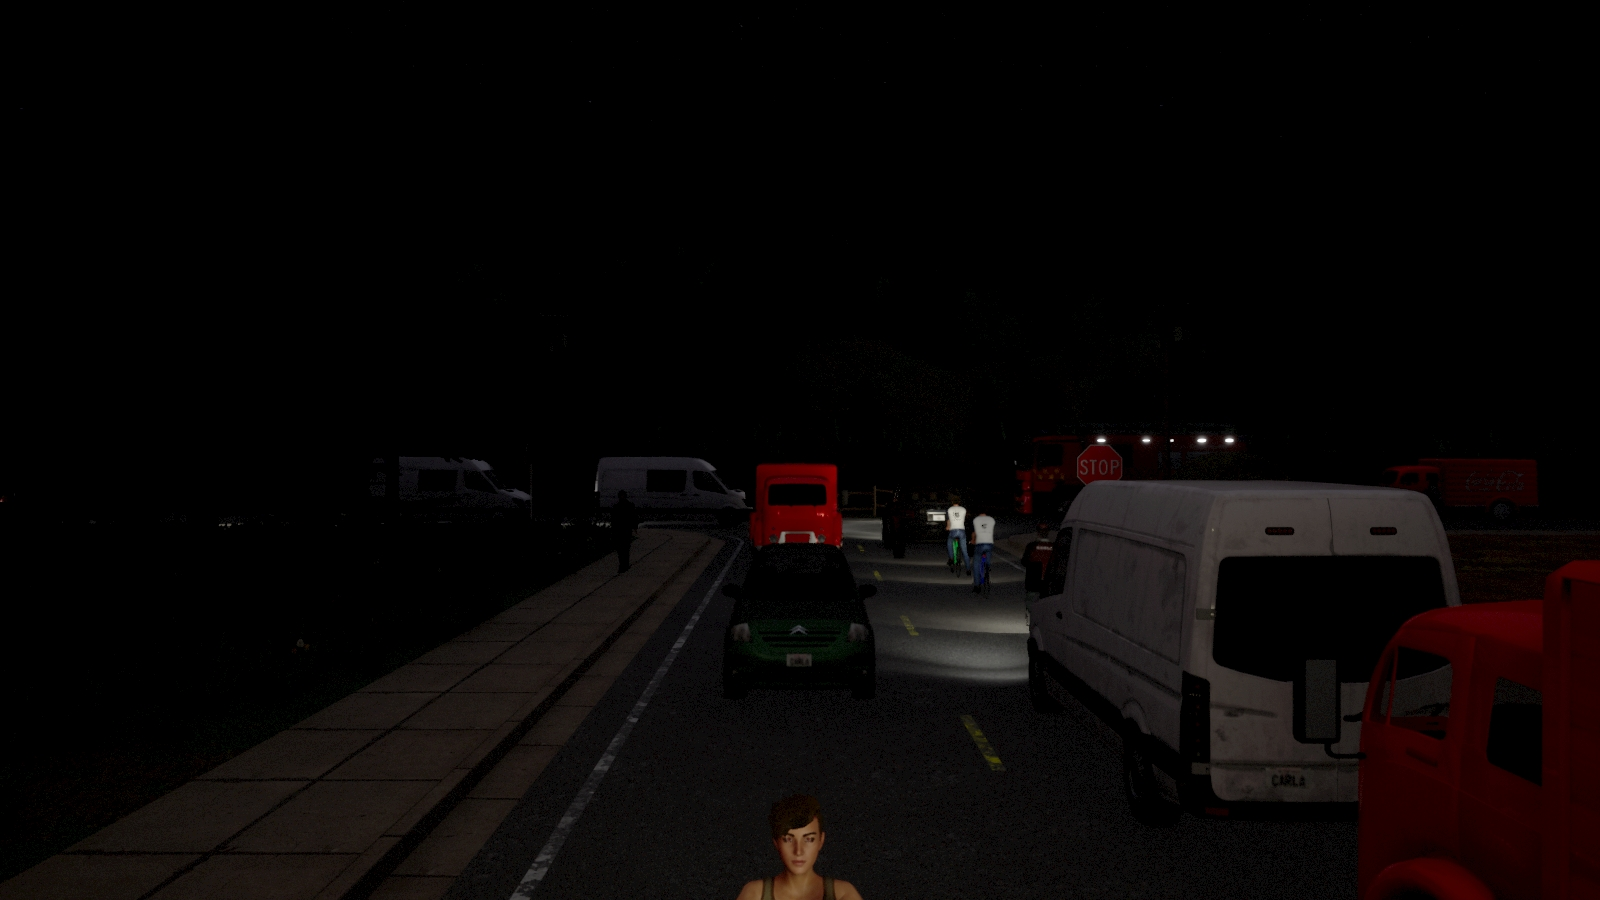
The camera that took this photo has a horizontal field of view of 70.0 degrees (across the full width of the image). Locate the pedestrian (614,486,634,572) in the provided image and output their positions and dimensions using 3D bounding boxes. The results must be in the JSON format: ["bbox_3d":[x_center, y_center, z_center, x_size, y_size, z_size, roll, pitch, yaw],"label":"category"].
[{"bbox_3d":[-3.819,1.709,24.829,0.375,1.860,0.375,0,0,0],"label":"pedestrian"}]

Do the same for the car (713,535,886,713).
[{"bbox_3d":[-0.003,2.009,14.233,1.851,1.617,3.988,0,0,0],"label":"car"}]

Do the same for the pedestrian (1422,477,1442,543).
[{"bbox_3d":[17.935,1.694,32.440,0.375,1.860,0.375,0,0,-35],"label":"pedestrian"}]

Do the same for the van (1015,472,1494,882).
[{"bbox_3d":[3.522,1.541,10.412,1.988,2.561,5.915,0,0,0],"label":"van"}]

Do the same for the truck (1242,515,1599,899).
[{"bbox_3d":[3.503,1.579,3.035,2.627,2.467,5.204,0,1,0],"label":"truck"}]

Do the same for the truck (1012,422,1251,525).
[{"bbox_3d":[12.720,0.882,44.382,8.468,3.827,2.891,0,0,3],"label":"truck"}]

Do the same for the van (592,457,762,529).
[{"bbox_3d":[-4.423,1.528,41.692,5.915,2.561,1.988,0,0,3],"label":"van"}]

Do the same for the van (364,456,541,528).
[{"bbox_3d":[-12.724,1.525,42.084,5.915,2.561,1.988,0,0,3],"label":"van"}]

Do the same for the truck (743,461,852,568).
[{"bbox_3d":[-0.104,1.579,30.002,2.627,2.467,5.204,0,0,-1],"label":"truck"}]

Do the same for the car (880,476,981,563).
[{"bbox_3d":[3.468,1.799,31.409,2.150,2.045,5.566,0,0,0],"label":"car"}]
